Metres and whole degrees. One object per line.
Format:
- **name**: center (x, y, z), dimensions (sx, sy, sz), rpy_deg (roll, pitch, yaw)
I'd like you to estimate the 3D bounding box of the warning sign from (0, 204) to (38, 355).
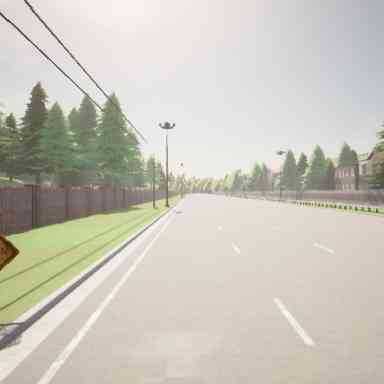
- **warning sign**: center (-3.050, 1.112, 4.655), dimensions (1.300, 1.860, 1.060), rpy_deg (0, 0, 0)
